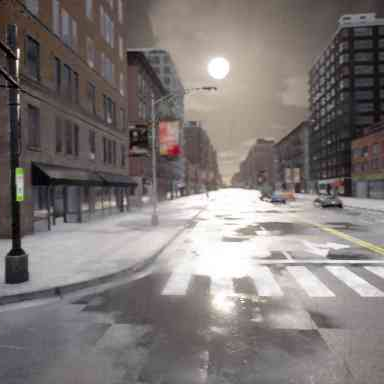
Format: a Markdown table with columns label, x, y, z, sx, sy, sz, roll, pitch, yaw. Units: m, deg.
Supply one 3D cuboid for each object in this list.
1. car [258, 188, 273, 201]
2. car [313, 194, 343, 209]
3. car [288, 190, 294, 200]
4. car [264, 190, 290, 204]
| label | x | y | z | sx | sy | sz | roll | pitch | yaw |
| --- | --- | --- | --- | --- | --- | --- | --- | --- | --- |
| car | 12.314 | 0.380 | 55.047 | 2.150 | 2.045 | 5.566 | -1 | 1 | 6 |
| car | 13.559 | 0.933 | 33.454 | 1.994 | 1.385 | 4.181 | -1 | 1 | 6 |
| car | 15.775 | 0.433 | 55.993 | 2.097 | 1.767 | 4.553 | -1 | 1 | 6 |
| car | 11.446 | 0.847 | 45.094 | 1.994 | 1.385 | 4.181 | -1 | 1 | 5 |
